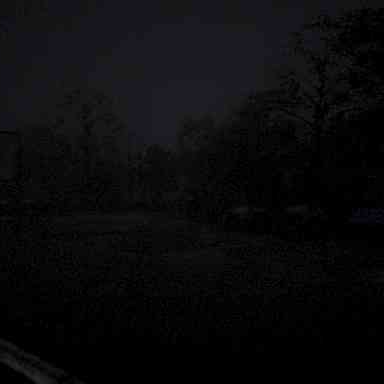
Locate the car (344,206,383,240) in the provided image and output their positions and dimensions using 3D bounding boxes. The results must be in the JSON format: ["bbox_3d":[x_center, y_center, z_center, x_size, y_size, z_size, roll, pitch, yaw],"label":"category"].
[{"bbox_3d":[8.825,1.454,16.255,2.097,1.535,5.008,0,0,36],"label":"car"}]

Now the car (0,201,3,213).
[{"bbox_3d":[-18.918,1.509,36.005,2.002,1.452,4.674,0,0,35],"label":"car"}]

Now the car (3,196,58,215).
[{"bbox_3d":[-16.296,1.340,34.222,2.185,1.767,4.553,0,0,35],"label":"car"}]

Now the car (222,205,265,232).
[{"bbox_3d":[3.490,1.496,20.053,2.002,1.452,4.674,0,0,36],"label":"car"}]

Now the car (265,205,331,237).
[{"bbox_3d":[6.155,1.456,18.148,2.231,1.521,4.892,0,0,36],"label":"car"}]
